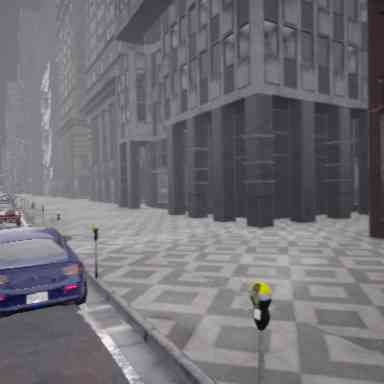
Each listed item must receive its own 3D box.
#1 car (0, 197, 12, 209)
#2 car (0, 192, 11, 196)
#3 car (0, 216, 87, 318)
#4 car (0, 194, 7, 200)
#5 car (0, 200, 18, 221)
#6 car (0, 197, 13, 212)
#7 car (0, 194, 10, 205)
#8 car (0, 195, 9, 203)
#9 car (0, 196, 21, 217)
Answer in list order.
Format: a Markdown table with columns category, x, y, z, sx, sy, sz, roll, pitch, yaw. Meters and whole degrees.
| category | x | y | z | sx | sy | sz | roll | pitch | yaw |
| --- | --- | --- | --- | --- | --- | --- | --- | --- | --- |
| car | -23.379 | 1.337 | 41.035 | 1.947 | 1.339 | 4.313 | -2 | 1 | -30 |
| car | -17.787 | 1.138 | 31.246 | 2.192 | 1.841 | 5.009 | -2 | 1 | -30 |
| car | -3.552 | 1.467 | 7.160 | 1.812 | 1.442 | 4.674 | -2 | 1 | -30 |
| car | -42.972 | 1.183 | 75.279 | 1.802 | 1.307 | 4.206 | -2 | 1 | -30 |
| car | -14.982 | 1.414 | 26.358 | 1.947 | 1.339 | 4.313 | -2 | 1 | -30 |
| car | -20.581 | 1.342 | 36.142 | 1.887 | 1.381 | 4.507 | -2 | 1 | -30 |
| car | -28.980 | 1.160 | 50.816 | 1.967 | 1.590 | 4.097 | -2 | 1 | -30 |
| car | -34.575 | 1.237 | 60.602 | 1.947 | 1.339 | 4.313 | -2 | 1 | -30 |
| car | -12.186 | 1.314 | 21.463 | 1.967 | 1.590 | 4.097 | -2 | 1 | -30 |
